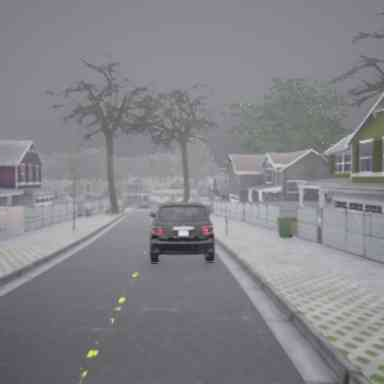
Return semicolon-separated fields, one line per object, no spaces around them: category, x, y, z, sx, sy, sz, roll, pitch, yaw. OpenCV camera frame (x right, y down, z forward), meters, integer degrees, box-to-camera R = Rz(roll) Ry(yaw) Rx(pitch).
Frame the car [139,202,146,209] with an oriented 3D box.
car;-8.852;2.519;62.128;1.994;1.385;4.181;0;-1;-6

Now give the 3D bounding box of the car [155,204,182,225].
car;-2.115;1.850;28.674;2.128;1.511;4.902;0;-1;-6

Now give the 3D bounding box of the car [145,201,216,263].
car;-0.447;1.364;12.742;2.150;2.045;5.566;0;0;-4
